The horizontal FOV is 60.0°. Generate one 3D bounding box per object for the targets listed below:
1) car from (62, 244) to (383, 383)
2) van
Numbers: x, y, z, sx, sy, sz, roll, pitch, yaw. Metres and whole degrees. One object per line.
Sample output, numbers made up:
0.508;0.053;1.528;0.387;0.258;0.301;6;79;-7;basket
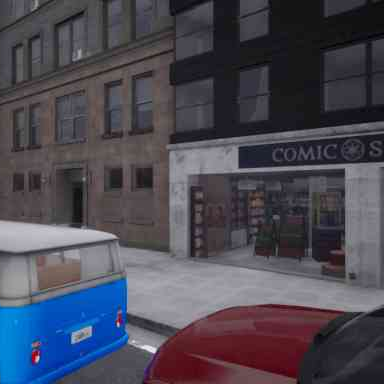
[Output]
1.899;1.315;1.456;5.009;1.841;2.192;0;0;36;car
-2.723;1.341;4.755;3.998;1.788;1.690;0;0;36;van
